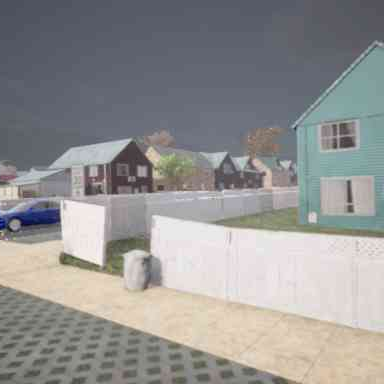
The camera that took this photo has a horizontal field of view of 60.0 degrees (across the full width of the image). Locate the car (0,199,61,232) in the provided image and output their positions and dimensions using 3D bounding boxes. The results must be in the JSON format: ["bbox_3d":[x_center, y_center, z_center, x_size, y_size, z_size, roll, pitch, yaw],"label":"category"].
[{"bbox_3d":[-8.770,1.221,18.606,1.882,1.535,5.008,-2,1,34],"label":"car"}]

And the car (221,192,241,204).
[{"bbox_3d":[3.730,0.638,36.409,1.882,1.535,5.008,-2,1,35],"label":"car"}]
